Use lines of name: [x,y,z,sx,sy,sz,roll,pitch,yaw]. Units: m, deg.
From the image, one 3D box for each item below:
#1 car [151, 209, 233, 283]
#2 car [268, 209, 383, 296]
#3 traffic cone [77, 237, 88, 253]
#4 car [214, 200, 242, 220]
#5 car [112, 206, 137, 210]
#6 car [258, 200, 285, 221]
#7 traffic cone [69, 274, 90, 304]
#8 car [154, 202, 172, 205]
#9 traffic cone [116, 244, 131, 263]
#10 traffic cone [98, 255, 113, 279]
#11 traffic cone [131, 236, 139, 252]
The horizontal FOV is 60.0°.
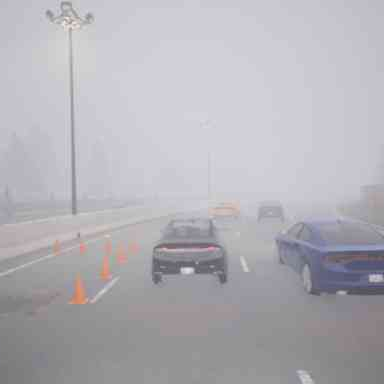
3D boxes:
car: [0.030,1.499,9.663,2.128,1.511,4.902,-1,0,3]
car: [3.449,1.409,8.491,1.882,1.535,5.008,-1,0,3]
traffic cone: [-4.282,2.061,13.023,0.340,0.580,0.340,-1,0,1]
car: [3.038,1.434,27.719,1.882,1.535,5.008,-1,0,14]
car: [-9.233,1.790,46.285,2.033,1.411,5.357,-1,0,23]
car: [6.191,1.364,26.009,1.882,1.535,5.008,-1,0,14]
traffic cone: [-2.374,2.014,6.994,0.340,0.580,0.340,-1,0,1]
car: [-3.877,1.653,49.571,1.812,1.442,4.674,-1,0,26]
traffic cone: [-2.313,2.016,10.993,0.340,0.580,0.340,-1,0,1]
traffic cone: [-2.344,2.015,8.993,0.340,0.580,0.340,-1,0,1]
traffic cone: [-2.283,2.017,12.993,0.340,0.580,0.340,-1,0,1]
